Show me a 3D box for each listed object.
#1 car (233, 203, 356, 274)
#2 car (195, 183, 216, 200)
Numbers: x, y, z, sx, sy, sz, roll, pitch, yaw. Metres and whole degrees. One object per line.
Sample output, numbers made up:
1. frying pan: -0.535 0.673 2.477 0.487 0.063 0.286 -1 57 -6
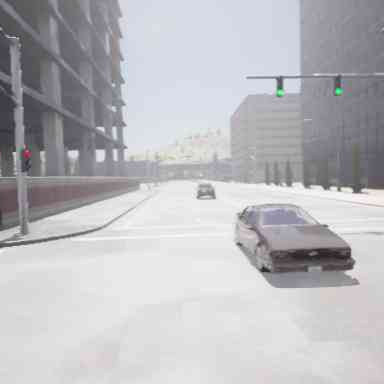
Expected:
1. car: 2.351 1.044 9.286 2.033 1.411 5.357 -2 3 -2
2. car: 1.344 -0.170 34.464 1.837 1.490 4.892 -2 3 -2
